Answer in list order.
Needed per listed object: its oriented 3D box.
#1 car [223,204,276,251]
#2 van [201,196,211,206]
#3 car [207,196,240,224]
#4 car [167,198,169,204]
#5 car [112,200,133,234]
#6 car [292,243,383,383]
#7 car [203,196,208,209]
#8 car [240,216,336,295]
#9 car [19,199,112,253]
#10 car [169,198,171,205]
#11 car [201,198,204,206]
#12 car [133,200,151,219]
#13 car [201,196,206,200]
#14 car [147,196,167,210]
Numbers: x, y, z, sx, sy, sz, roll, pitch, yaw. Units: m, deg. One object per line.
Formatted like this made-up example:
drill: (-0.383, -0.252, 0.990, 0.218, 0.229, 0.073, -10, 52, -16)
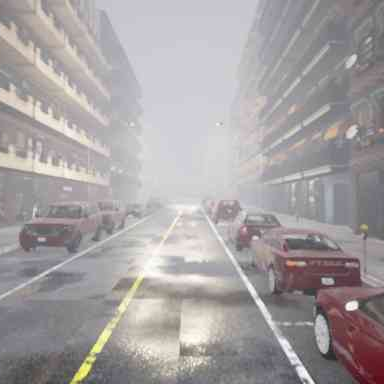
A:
car: (2.612, 1.490, 14.120, 1.967, 1.590, 4.097, 1, 0, 0)
van: (2.630, 1.647, 63.902, 1.690, 1.788, 3.998, 1, 0, 0)
car: (2.586, 1.408, 25.182, 2.192, 1.841, 5.009, 1, 0, 0)
car: (-5.233, 1.779, 52.903, 1.887, 1.381, 4.507, 1, 0, 0)
car: (-5.266, 1.385, 19.720, 2.192, 1.841, 5.009, 1, 0, 0)
car: (2.589, 1.556, 3.058, 1.887, 1.381, 4.507, 1, 0, 0)
car: (2.596, 1.585, 36.245, 1.967, 1.590, 4.097, 1, 0, 0)
car: (2.595, 1.574, 8.588, 1.887, 1.381, 4.507, 1, 0, 0)
car: (-5.273, 1.364, 14.190, 2.192, 1.841, 5.009, 1, 0, 0)
car: (-5.215, 1.925, 69.496, 1.802, 1.307, 4.206, 1, 0, 0)
car: (2.606, 1.785, 47.307, 1.802, 1.307, 4.206, 1, 0, 0)
car: (-5.260, 1.683, 30.782, 1.947, 1.339, 4.313, 1, 0, 0)
car: (2.624, 1.584, 58.371, 2.192, 1.841, 5.009, 1, 0, 0)
car: (-5.234, 1.517, 47.372, 2.192, 1.841, 5.009, 1, 0, 0)
